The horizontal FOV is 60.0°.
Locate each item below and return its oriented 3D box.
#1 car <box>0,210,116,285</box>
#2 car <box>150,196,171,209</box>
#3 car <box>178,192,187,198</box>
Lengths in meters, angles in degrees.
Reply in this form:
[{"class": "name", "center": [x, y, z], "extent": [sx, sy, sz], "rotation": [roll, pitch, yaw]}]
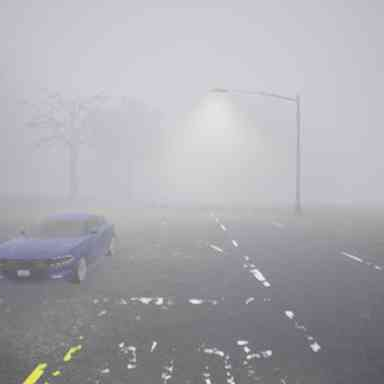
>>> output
[{"class": "car", "center": [-3.499, 1.353, 9.397], "extent": [1.882, 1.535, 5.008], "rotation": [0, 1, 0]}, {"class": "car", "center": [-3.529, 1.151, 37.904], "extent": [1.812, 1.442, 4.674], "rotation": [0, 0, 0]}, {"class": "car", "center": [-2.413, 0.791, 88.043], "extent": [2.033, 1.411, 5.357], "rotation": [0, 0, 6]}]
